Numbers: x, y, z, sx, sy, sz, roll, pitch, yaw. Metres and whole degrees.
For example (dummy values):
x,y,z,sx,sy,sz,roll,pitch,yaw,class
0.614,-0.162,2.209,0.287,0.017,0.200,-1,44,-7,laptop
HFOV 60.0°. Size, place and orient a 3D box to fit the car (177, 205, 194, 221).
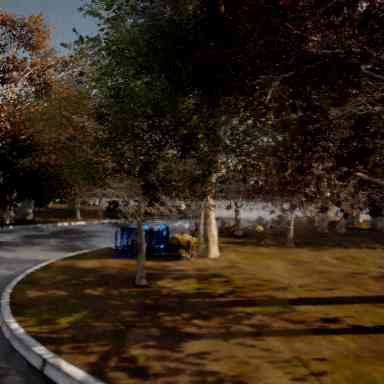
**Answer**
x,y,z,sx,sy,sz,roll,pitch,yaw,class
0.286,1.998,31.681,1.994,1.385,4.181,3,1,35,car
